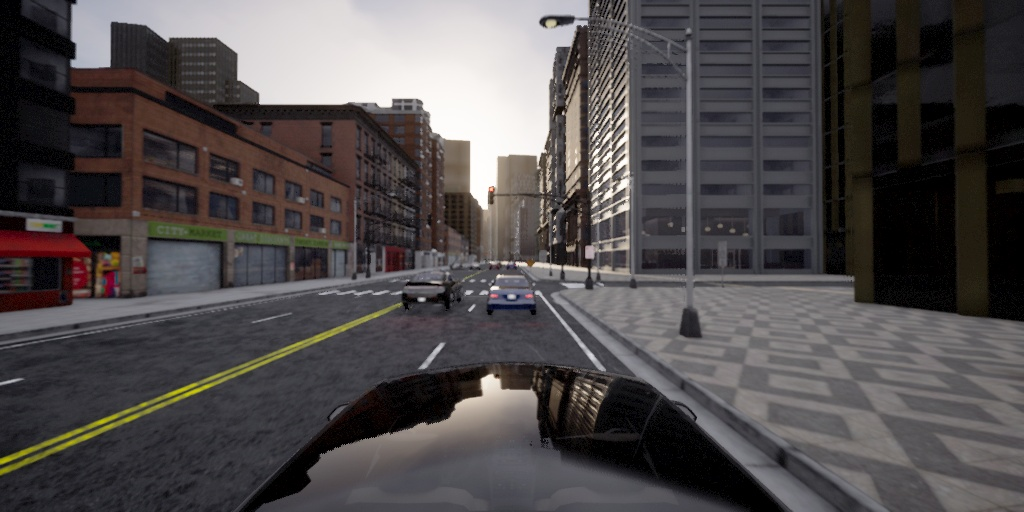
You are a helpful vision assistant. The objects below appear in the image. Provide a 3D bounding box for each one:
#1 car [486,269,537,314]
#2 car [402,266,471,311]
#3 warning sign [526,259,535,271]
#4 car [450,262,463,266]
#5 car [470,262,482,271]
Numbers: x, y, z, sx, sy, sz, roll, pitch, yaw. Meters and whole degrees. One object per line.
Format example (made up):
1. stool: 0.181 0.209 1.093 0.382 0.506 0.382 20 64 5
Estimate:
1. car: -0.001 1.422 14.388 2.033 1.411 5.357 0 -1 0
2. car: -3.241 1.376 15.359 2.128 1.511 4.902 0 0 0
3. warning sign: 2.802 1.361 54.121 1.300 1.860 1.060 0 0 0
4. car: -9.846 1.822 63.719 2.128 1.511 4.902 0 -1 1
5. car: -6.589 1.862 64.505 1.812 1.442 4.674 0 0 1
